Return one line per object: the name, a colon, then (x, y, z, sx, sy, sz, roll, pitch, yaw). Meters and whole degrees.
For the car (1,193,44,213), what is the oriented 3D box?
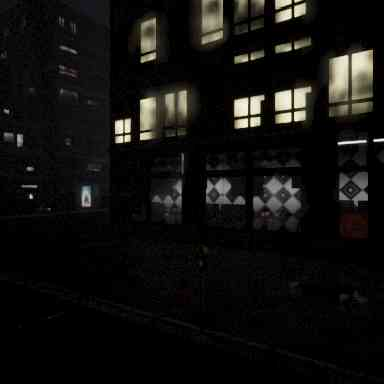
car: (-16.164, 1.029, 29.096, 2.192, 1.841, 5.009, 1, 2, 35)

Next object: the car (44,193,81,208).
car: (-15.653, 0.883, 39.973, 2.097, 1.767, 4.553, 0, 1, 35)

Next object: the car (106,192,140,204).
car: (-9.913, 0.847, 48.185, 1.837, 1.490, 4.892, 0, 1, 35)

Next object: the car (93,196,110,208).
car: (-9.815, 1.072, 38.199, 1.947, 1.339, 4.313, 1, 2, 35)

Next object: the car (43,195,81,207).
car: (-16.722, 1.074, 42.944, 1.802, 1.307, 4.206, 1, 2, 35)
